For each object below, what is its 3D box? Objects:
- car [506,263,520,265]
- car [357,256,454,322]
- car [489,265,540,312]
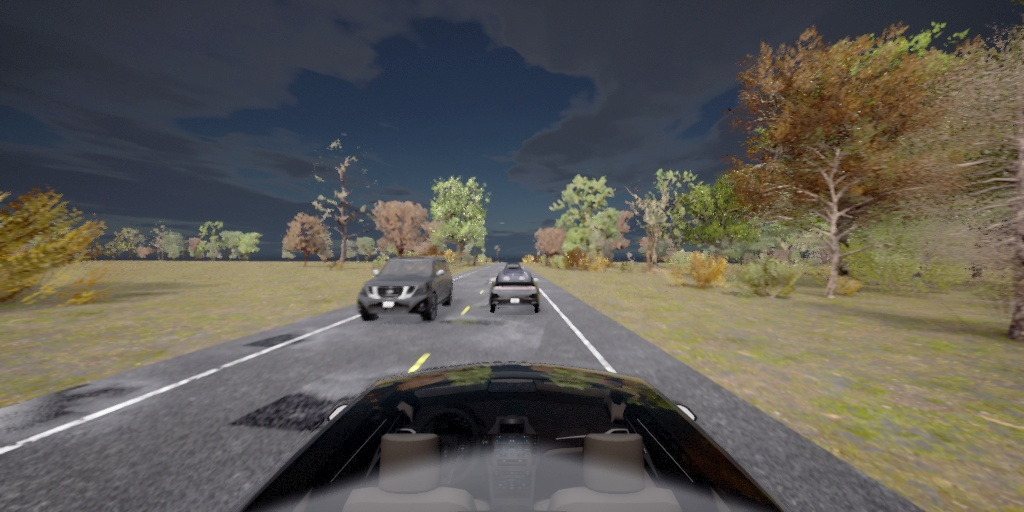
[{"bbox_3d":[0.095,1.422,34.808,1.837,1.490,4.892,0,0,0],"label":"car"},{"bbox_3d":[-3.502,1.028,12.923,2.150,2.045,5.566,0,0,0],"label":"car"},{"bbox_3d":[0.097,1.308,14.551,2.128,1.511,4.902,0,0,0],"label":"car"}]
